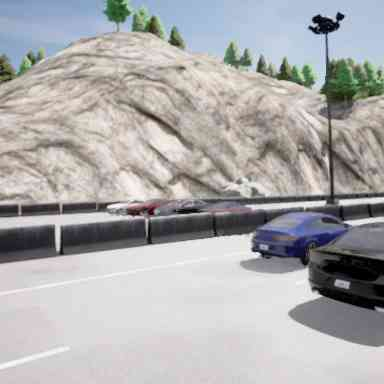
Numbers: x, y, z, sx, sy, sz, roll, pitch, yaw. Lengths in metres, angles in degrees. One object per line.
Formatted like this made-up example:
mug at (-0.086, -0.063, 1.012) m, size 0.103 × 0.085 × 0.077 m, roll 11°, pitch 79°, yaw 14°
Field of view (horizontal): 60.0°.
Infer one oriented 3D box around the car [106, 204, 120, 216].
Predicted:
car at (-5.468, 1.348, 30.296) m, size 4.674 × 1.442 × 1.812 m, roll -1°, pitch 1°, yaw -36°

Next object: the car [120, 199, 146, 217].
car at (-3.046, 1.291, 27.729) m, size 5.008 × 1.535 × 1.882 m, roll -1°, pitch 1°, yaw -36°

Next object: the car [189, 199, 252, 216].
car at (2.233, 1.352, 22.908) m, size 4.181 × 1.385 × 1.994 m, roll -1°, pitch 1°, yaw -36°

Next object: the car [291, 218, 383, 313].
car at (4.524, 1.367, 7.037) m, size 5.008 × 1.535 × 1.882 m, roll -1°, pitch 0°, yaw -36°

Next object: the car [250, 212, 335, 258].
car at (3.931, 1.390, 10.929) m, size 4.674 × 1.442 × 1.812 m, roll -1°, pitch 1°, yaw -36°

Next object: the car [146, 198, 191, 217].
car at (-0.579, 1.295, 25.193) m, size 4.902 × 1.511 × 2.128 m, roll -1°, pitch 1°, yaw -36°
